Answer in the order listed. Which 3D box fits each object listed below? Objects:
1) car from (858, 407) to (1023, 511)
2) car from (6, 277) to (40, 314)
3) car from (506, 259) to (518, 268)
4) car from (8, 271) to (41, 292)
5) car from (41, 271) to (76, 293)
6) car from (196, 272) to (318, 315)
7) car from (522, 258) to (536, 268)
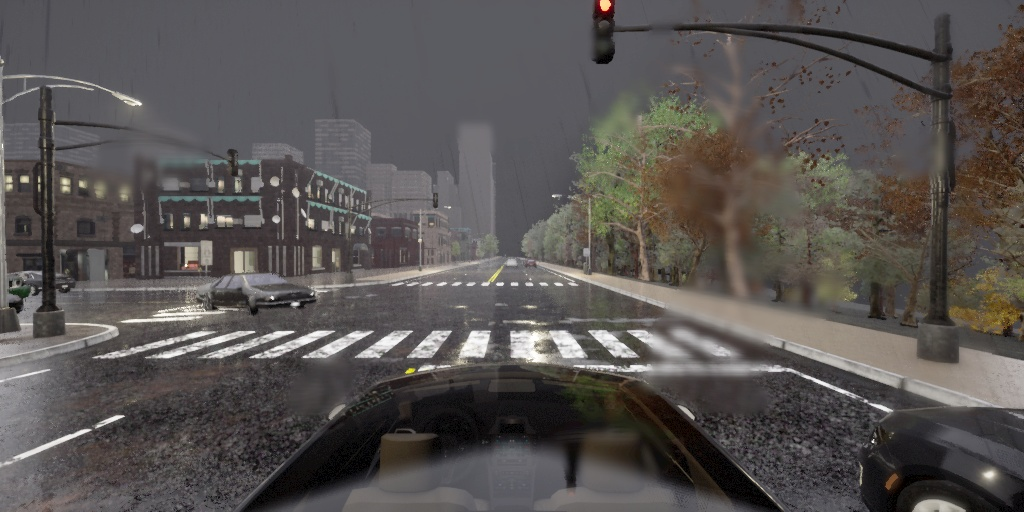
[{"bbox_3d":[3.352,1.255,0.472,1.837,1.490,4.892,0,0,0],"label":"car"},{"bbox_3d":[-19.969,1.565,12.473,4.313,1.339,1.948,0,0,0],"label":"car"},{"bbox_3d":[-0.022,1.253,62.311,1.812,1.442,4.674,0,0,0],"label":"car"},{"bbox_3d":[-24.246,1.243,15.164,5.566,2.045,2.150,-1,1,0],"label":"car"},{"bbox_3d":[-28.319,1.560,20.969,4.403,1.370,2.007,0,0,0],"label":"car"},{"bbox_3d":[-9.775,1.336,13.571,5.357,1.411,2.033,-2,-1,28],"label":"car"},{"bbox_3d":[3.228,1.253,62.435,1.812,1.442,4.674,0,0,0],"label":"car"}]
